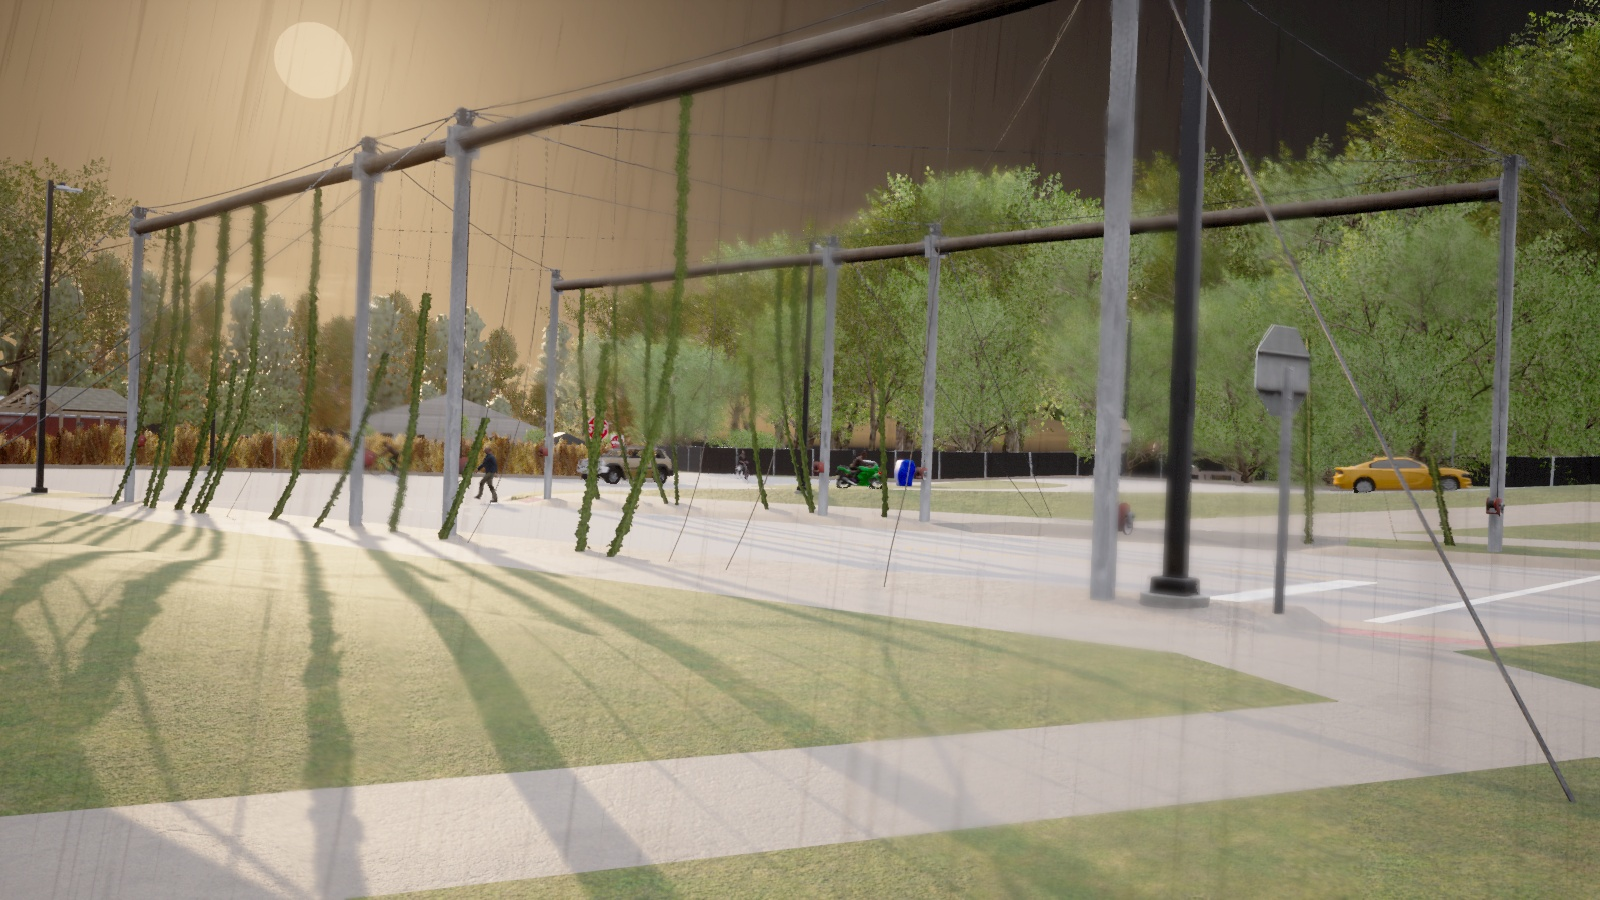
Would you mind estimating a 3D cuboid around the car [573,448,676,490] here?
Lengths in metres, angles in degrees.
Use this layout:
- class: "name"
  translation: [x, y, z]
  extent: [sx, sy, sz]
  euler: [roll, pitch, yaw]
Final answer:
- class: "car"
  translation: [-8.153, 0.848, 58.729]
  extent: [1.932, 1.855, 4.605]
  euler: [0, 0, 42]

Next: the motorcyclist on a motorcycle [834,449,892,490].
- class: "motorcyclist on a motorcycle"
  translation: [2.419, 0.760, 47.953]
  extent: [2.044, 1.523, 0.797]
  euler: [-2, -2, 21]

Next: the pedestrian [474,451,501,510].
- class: "pedestrian"
  translation: [-9.955, 0.970, 39.985]
  extent: [0.726, 1.842, 0.402]
  euler: [1, 0, -34]

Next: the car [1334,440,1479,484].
- class: "car"
  translation: [24.281, 0.487, 50.477]
  extent: [5.008, 1.535, 1.882]
  euler: [-3, -1, 19]
